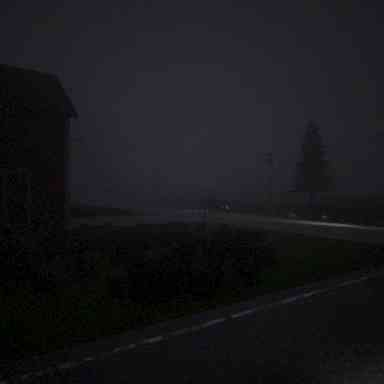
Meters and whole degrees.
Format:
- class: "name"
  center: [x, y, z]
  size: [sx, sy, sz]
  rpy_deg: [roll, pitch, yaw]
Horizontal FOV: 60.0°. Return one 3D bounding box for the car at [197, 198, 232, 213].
- class: "car"
  center: [2.300, 1.333, 34.689]
  size: [1.812, 1.442, 4.674]
  rpy_deg: [0, 0, -30]
